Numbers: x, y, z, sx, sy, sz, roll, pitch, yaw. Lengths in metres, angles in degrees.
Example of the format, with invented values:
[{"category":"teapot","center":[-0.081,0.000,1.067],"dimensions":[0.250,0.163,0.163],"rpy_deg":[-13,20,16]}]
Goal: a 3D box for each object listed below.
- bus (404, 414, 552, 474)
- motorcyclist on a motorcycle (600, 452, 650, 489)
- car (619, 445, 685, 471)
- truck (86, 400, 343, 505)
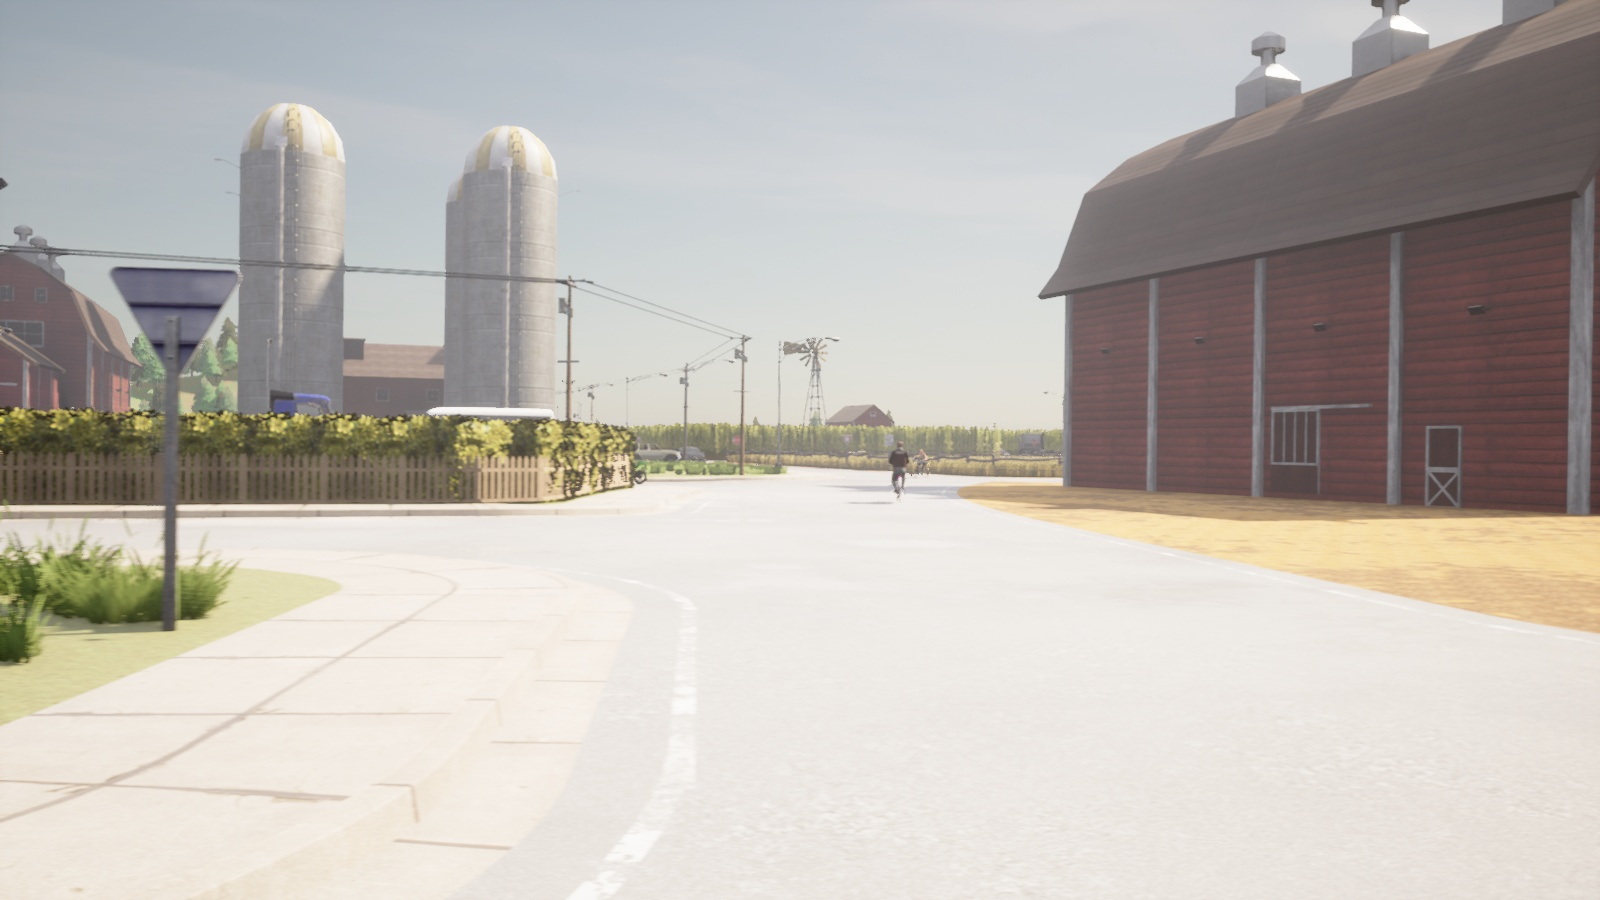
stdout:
[{"category":"bus","center":[-23.972,-0.486,93.592],"dimensions":[10.273,4.253,3.944],"rpy_deg":[-1,0,-21]},{"category":"motorcyclist on a motorcycle","center":[-7.364,0.858,52.758],"dimensions":[2.044,1.523,0.797],"rpy_deg":[-1,0,-8]},{"category":"car","center":[-11.203,0.582,94.816],"dimensions":[4.605,1.855,1.932],"rpy_deg":[-1,0,-19]},{"category":"truck","center":[-20.422,0.049,44.339],"dimensions":[7.936,3.462,2.891],"rpy_deg":[-1,0,-21]}]
